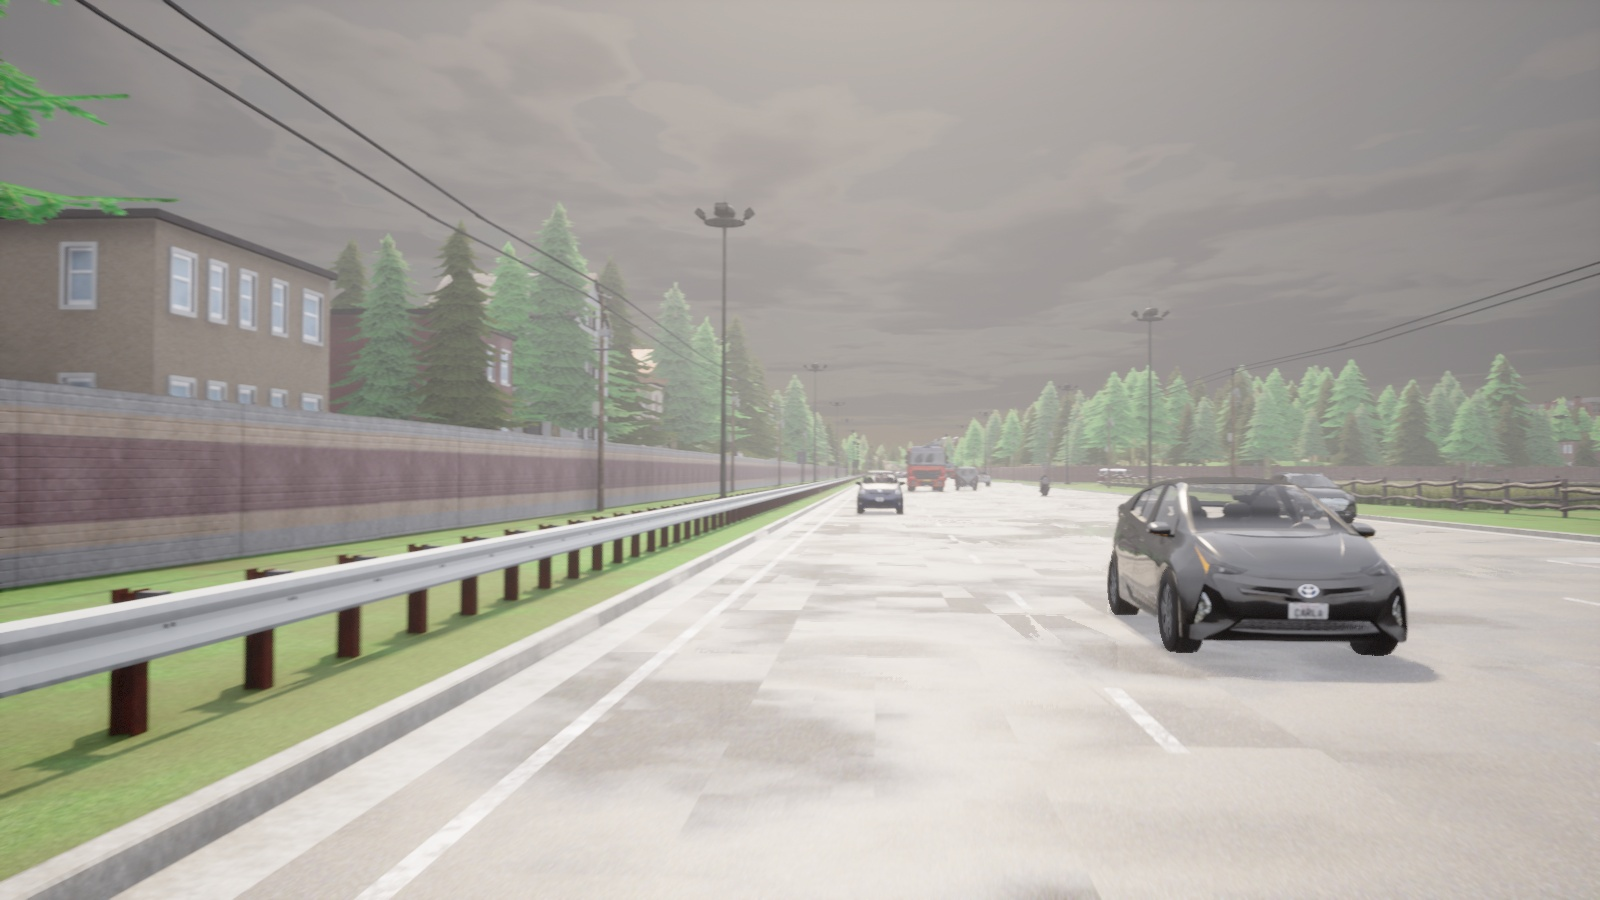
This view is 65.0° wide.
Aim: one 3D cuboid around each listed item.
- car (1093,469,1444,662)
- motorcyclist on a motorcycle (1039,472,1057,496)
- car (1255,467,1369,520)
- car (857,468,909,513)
[{"bbox_3d":[4.255,0.957,12.289,2.007,1.525,4.514,0,-1,4],"label":"car"},{"bbox_3d":[15.970,2.165,80.961,0.866,1.530,2.191,0,-1,4],"label":"motorcyclist on a motorcycle"},{"bbox_3d":[16.772,1.395,41.415,2.033,1.649,4.856,0,-1,4],"label":"car"},{"bbox_3d":[3.120,1.492,46.975,1.851,1.617,3.988,0,-1,4],"label":"car"}]
